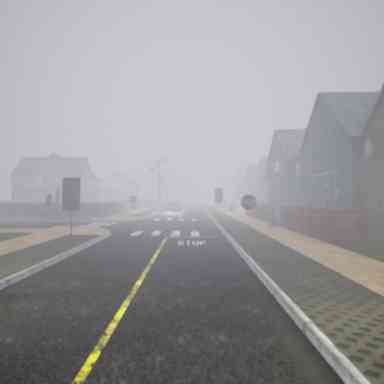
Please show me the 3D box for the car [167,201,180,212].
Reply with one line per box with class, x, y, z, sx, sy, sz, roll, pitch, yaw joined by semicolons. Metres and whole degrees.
car;-2.755;2.115;50.181;2.128;1.511;4.902;0;-1;0
